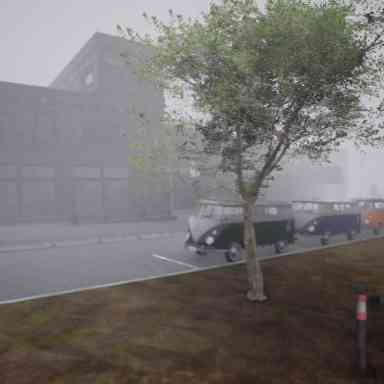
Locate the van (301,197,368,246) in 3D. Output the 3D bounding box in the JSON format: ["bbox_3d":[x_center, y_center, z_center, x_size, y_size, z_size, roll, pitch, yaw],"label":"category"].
[{"bbox_3d":[6.052,1.279,15.323,4.442,1.987,1.878,2,0,-41],"label":"van"}]

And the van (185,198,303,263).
[{"bbox_3d":[1.739,1.245,11.783,4.442,1.987,1.878,2,0,-40],"label":"van"}]

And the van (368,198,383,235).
[{"bbox_3d":[10.255,1.322,19.011,4.442,1.987,1.878,2,0,-42],"label":"van"}]
